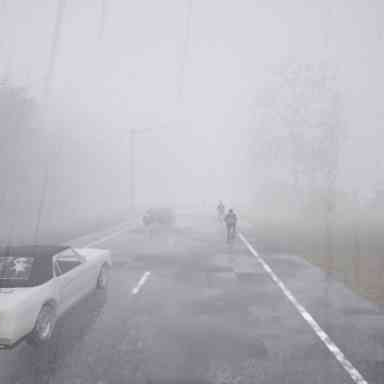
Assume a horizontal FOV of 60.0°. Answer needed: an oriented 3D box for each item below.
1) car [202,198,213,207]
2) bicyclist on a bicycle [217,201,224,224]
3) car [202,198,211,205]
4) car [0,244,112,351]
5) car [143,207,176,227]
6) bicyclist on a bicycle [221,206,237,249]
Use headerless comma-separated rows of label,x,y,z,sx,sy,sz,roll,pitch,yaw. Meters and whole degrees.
car,2.726,1.936,59.244,1.994,1.385,4.181,0,0,2
bicyclist on a bicycle,2.066,1.511,23.716,0.659,1.776,1.843,0,0,2
car,3.256,2.061,73.895,1.895,1.301,4.718,0,0,2
car,-3.045,1.667,6.407,1.895,1.301,4.718,0,0,2
car,-2.269,1.780,24.496,1.895,1.301,4.718,0,0,2
bicyclist on a bicycle,1.652,1.533,14.055,0.582,1.620,1.656,0,-1,2
